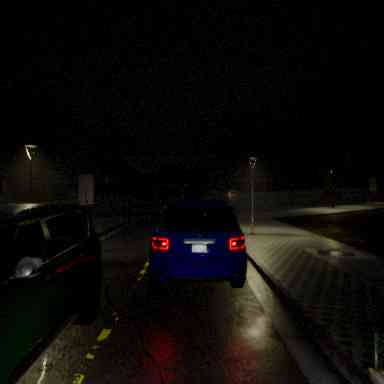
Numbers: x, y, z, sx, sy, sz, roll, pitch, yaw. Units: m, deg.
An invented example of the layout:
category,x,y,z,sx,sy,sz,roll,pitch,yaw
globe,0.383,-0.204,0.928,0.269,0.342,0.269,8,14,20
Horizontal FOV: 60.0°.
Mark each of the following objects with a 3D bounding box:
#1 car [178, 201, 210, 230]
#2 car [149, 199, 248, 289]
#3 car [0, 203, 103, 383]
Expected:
category,x,y,z,sx,sy,sz,roll,pitch,yaw
car,0.108,1.436,21.721,1.882,1.535,5.008,0,0,0
car,0.109,1.204,9.254,2.150,2.045,5.566,0,0,-1
car,-2.748,1.214,4.171,2.150,2.045,5.566,0,0,0
